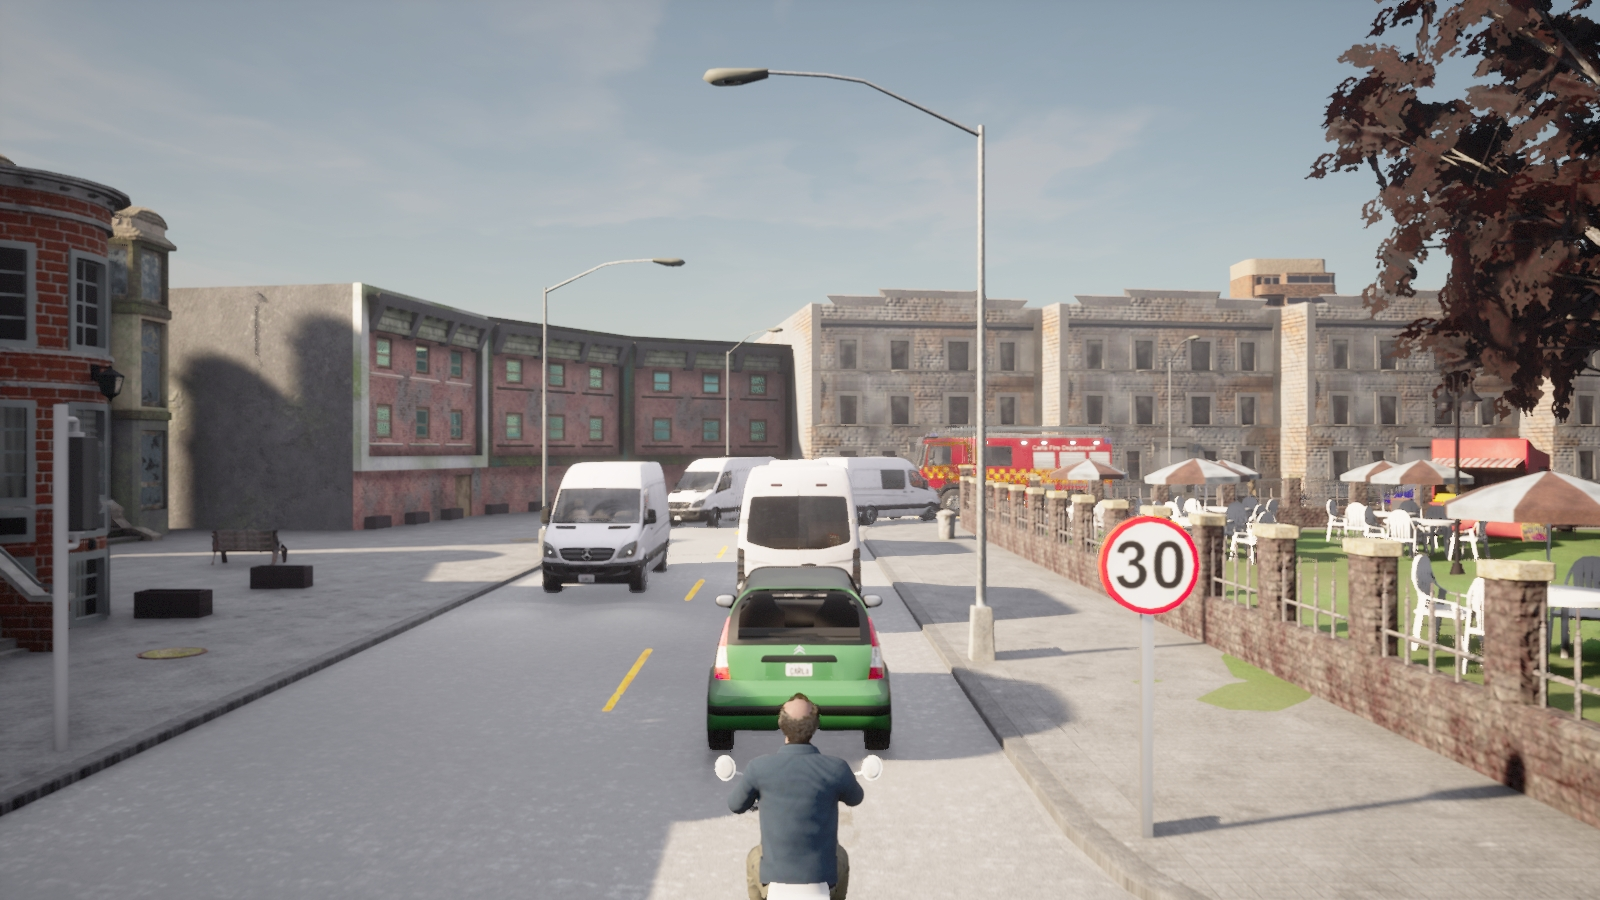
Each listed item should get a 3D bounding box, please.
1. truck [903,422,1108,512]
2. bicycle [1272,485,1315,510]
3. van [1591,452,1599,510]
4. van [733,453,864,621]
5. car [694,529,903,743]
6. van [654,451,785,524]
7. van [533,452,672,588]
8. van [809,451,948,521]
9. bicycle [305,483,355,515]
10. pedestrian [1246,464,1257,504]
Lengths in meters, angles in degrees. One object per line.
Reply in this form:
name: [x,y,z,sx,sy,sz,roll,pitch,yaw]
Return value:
truck: [8.857,0.707,49.995,8.468,3.827,2.891,0,0,0]
bicycle: [21.506,2.072,49.785,1.487,1.080,0.859,0,0,0]
van: [38.149,1.349,49.821,5.915,2.561,1.988,0,0,0]
van: [-0.024,1.329,20.323,1.988,2.561,5.915,0,0,0]
car: [-0.014,1.789,12.129,1.851,1.617,3.988,0,0,0]
van: [-2.934,1.348,43.411,1.988,2.561,5.915,-1,-1,30]
van: [-4.052,1.333,24.524,1.988,2.561,5.915,0,0,0]
van: [3.155,1.349,44.656,1.988,2.561,5.915,-1,-1,45]
bicycle: [-18.825,1.973,45.774,1.835,1.271,0.329,0,0,-1]
pedestrian: [20.886,1.561,52.852,0.375,1.860,0.375,0,0,-5]
